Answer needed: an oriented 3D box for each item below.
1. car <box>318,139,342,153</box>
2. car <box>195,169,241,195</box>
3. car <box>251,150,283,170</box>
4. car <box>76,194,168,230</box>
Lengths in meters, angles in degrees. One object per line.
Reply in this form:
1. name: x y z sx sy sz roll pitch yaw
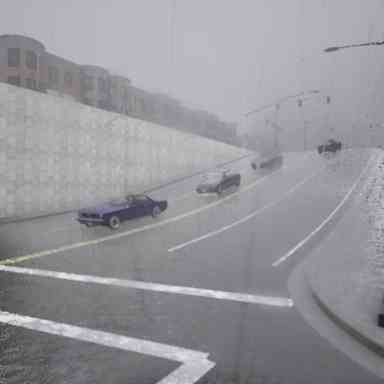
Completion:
1. car: 16.400 -5.525 39.620 2.033 1.411 5.357 1 13 34
2. car: 2.023 -0.881 24.589 1.812 1.442 4.674 1 14 33
3. car: 7.405 -3.222 32.633 2.128 1.511 4.902 1 14 34
4. car: -3.336 0.869 16.536 1.895 1.301 4.718 1 7 34
